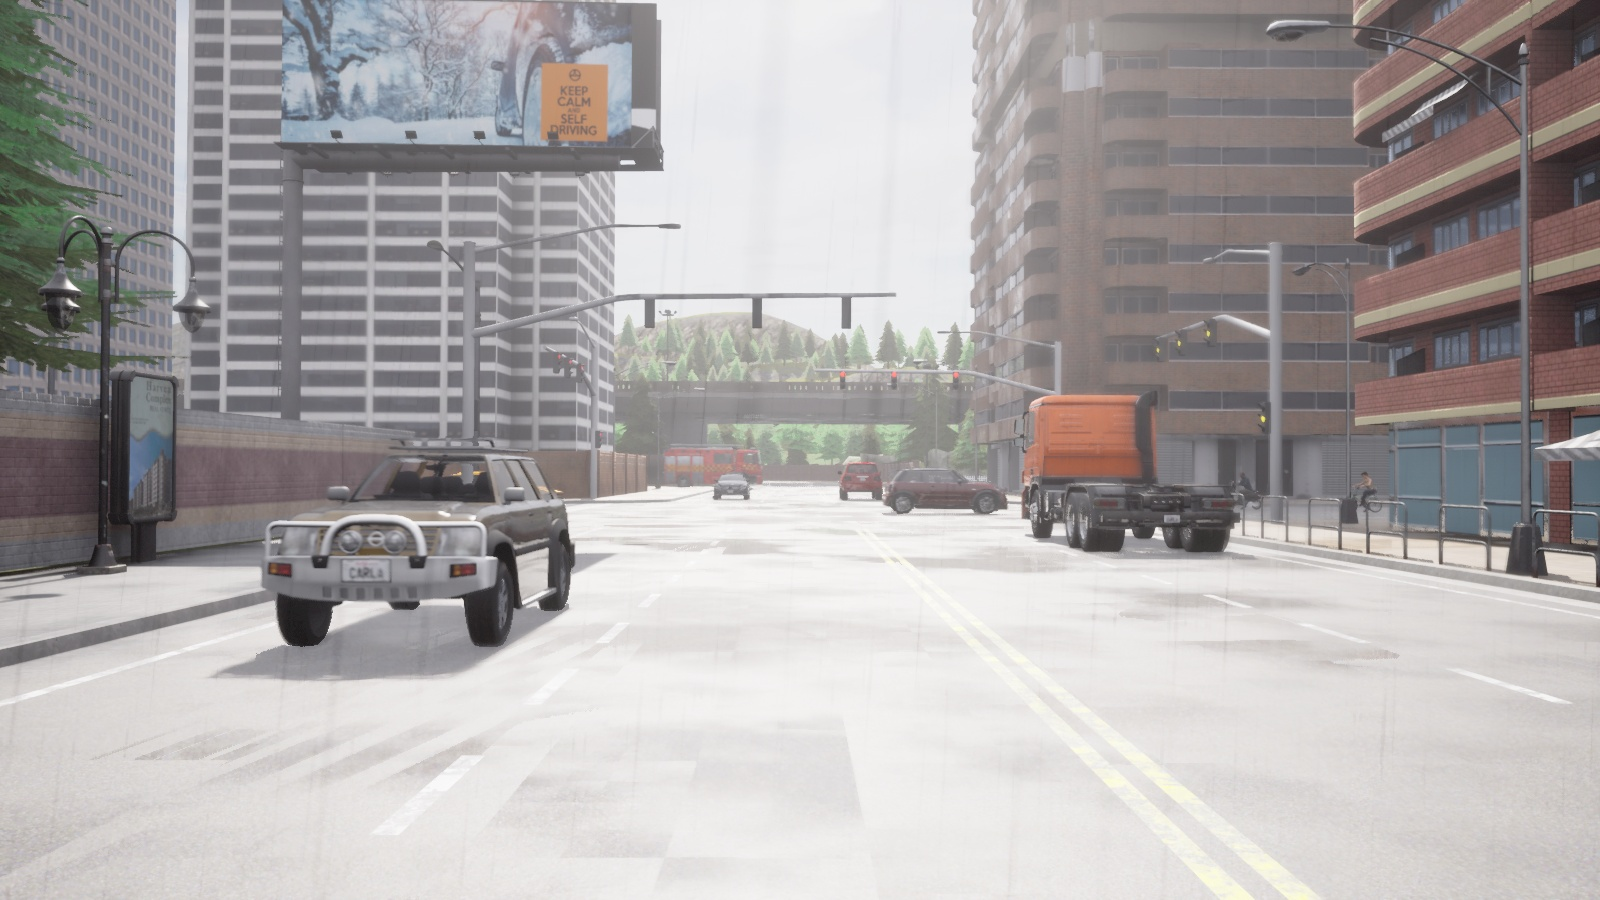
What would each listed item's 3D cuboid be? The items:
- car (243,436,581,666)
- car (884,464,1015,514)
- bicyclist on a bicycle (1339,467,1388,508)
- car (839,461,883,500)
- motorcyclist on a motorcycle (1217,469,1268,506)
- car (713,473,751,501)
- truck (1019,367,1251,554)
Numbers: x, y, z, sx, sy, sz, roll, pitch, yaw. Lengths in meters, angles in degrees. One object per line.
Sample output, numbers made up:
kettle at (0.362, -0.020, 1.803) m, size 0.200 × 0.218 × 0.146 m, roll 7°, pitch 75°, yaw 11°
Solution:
car at (-3.537, 0.854, 12.455) m, size 1.932 × 1.855 × 4.605 m, roll 0°, pitch -1°, yaw 0°
car at (5.464, 1.427, 46.301) m, size 4.553 × 1.767 × 2.097 m, roll 0°, pitch -1°, yaw 0°
bicyclist on a bicycle at (22.322, 1.495, 49.752) m, size 1.509 × 1.612 × 0.866 m, roll 0°, pitch -1°, yaw 0°
car at (3.320, 1.679, 69.181) m, size 2.150 × 2.045 × 5.566 m, roll 0°, pitch -1°, yaw 0°
motorcyclist on a motorcycle at (18.769, 1.585, 53.265) m, size 1.817 × 1.590 × 0.866 m, roll 0°, pitch -1°, yaw 0°
car at (-3.696, 2.011, 68.991) m, size 1.812 × 1.442 × 4.674 m, roll 0°, pitch -1°, yaw 0°
truck at (6.917, 0.263, 27.349) m, size 2.891 × 3.462 × 7.936 m, roll 0°, pitch -1°, yaw 0°
